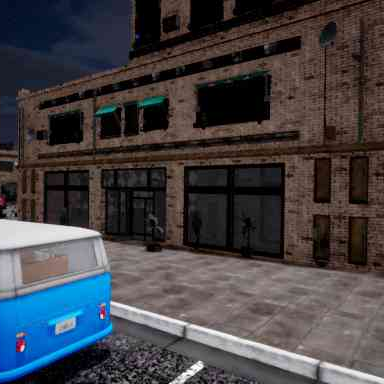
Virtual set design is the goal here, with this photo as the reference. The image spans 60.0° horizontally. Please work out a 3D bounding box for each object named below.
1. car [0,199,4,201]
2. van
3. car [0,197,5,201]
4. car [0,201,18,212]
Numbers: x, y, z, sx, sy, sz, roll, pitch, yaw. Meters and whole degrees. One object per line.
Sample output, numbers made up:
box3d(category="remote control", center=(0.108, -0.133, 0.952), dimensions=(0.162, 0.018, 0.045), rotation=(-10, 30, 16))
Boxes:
box3d(category="car", center=(-21.783, 1.684, 33.348), dimensions=(1.994, 1.385, 4.181), rotation=(1, 0, 36))
box3d(category="van", center=(-2.995, 1.340, 4.998), dimensions=(3.998, 1.788, 1.690), rotation=(0, 1, 36))
box3d(category="car", center=(-22.873, 1.411, 36.230), dimensions=(2.192, 1.841, 5.009), rotation=(0, 0, 36))
box3d(category="car", center=(-16.121, 1.793, 31.270), dimensions=(1.947, 1.339, 4.313), rotation=(0, 0, 36))
